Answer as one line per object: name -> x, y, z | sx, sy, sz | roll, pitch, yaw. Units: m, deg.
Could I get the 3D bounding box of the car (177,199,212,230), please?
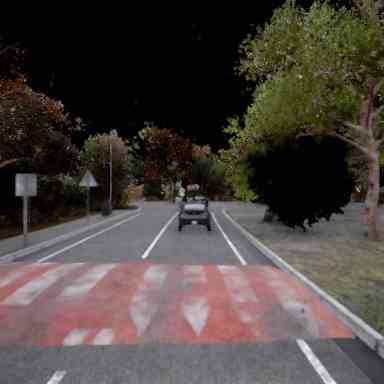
car -> 0.155, 1.372, 20.104 | 1.837, 1.490, 4.892 | 0, 0, 0

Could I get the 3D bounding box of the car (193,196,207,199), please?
car -> 0.959, 1.204, 37.319 | 2.128, 1.511, 4.902 | 0, -1, 6
